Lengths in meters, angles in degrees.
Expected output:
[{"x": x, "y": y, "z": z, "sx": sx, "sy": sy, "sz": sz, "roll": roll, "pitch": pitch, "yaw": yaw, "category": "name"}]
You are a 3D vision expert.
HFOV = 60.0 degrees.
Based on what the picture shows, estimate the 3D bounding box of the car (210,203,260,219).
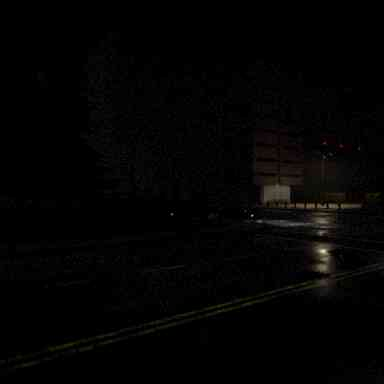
[{"x": 3.678, "y": 1.601, "z": 28.872, "sx": 1.895, "sy": 1.301, "sz": 4.718, "roll": 0, "pitch": 0, "yaw": -34, "category": "car"}]

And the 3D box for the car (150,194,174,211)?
[{"x": -2.933, "y": 1.224, "z": 38.208, "sx": 2.150, "sy": 2.045, "sz": 5.566, "roll": 0, "pitch": 0, "yaw": -36, "category": "car"}]
